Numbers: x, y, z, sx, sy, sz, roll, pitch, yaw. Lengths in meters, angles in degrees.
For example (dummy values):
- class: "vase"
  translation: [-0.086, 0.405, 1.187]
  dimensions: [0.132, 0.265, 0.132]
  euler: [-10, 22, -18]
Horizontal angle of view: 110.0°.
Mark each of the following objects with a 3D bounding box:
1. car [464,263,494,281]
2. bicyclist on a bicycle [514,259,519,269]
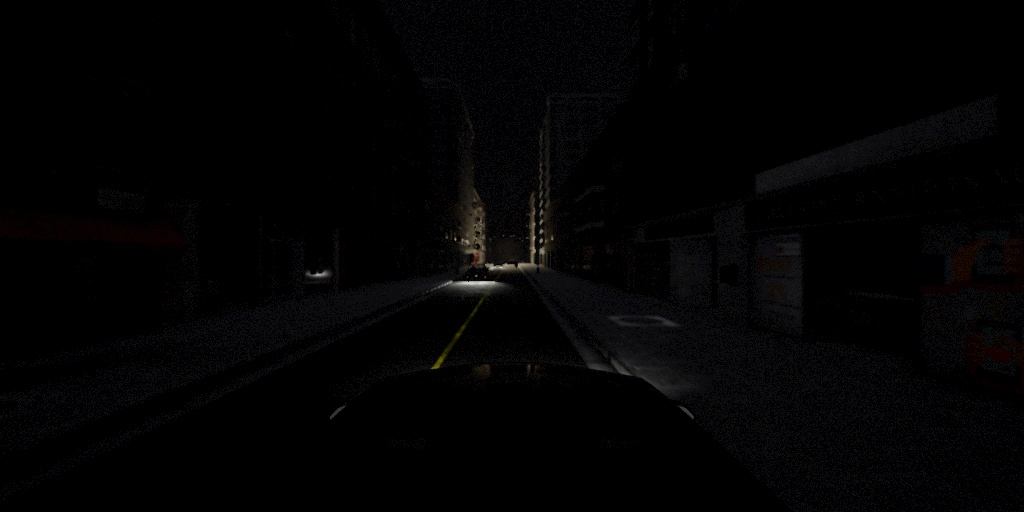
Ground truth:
- class: "car"
  translation: [-2.853, 1.395, 30.681]
  dimensions: [1.994, 1.385, 4.181]
  euler: [0, 0, 0]
- class: "bicyclist on a bicycle"
  translation: [0.738, 1.371, 60.586]
  dimensions: [0.866, 1.612, 1.509]
  euler: [0, 0, 0]
